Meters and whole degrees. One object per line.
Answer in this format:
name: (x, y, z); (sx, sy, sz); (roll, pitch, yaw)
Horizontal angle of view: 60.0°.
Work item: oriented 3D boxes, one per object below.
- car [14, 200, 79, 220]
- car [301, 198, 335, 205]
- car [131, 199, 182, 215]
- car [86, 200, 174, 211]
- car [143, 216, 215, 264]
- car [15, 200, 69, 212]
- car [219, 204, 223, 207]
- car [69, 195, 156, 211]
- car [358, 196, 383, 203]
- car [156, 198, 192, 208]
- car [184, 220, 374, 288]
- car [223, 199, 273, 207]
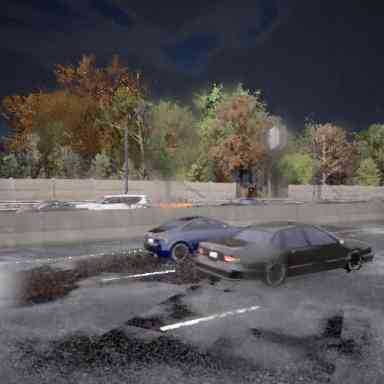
car: (-12.569, 1.478, 28.911); (5.008, 1.535, 1.882); (0, 0, -30)
car: (15.629, 1.495, 41.289); (4.902, 1.511, 2.128); (0, 0, -30)
car: (-3.574, 1.505, 34.151); (4.892, 1.490, 1.837); (0, 0, -31)
car: (-4.022, 1.491, 21.737); (4.902, 1.511, 2.128); (0, 0, -30)
car: (0.371, 1.563, 11.914); (4.181, 1.385, 1.994); (0, 0, -30)
car: (-10.916, 1.492, 25.823); (4.902, 1.511, 2.128); (0, 0, -30)
car: (5.811, 1.548, 39.616); (5.357, 1.411, 2.033); (0, 0, -29)
car: (-5.846, 1.221, 24.725); (5.566, 2.045, 2.150); (0, 0, -30)
car: (26.562, 1.364, 47.652); (4.553, 1.767, 2.097); (0, 0, -30)
car: (-2.212, 1.352, 30.893); (4.553, 1.767, 2.097); (0, 0, -30)
car: (2.671, 1.546, 9.204); (5.357, 1.411, 2.033); (0, 0, -30)
car: (6.436, 1.548, 35.935); (5.357, 1.411, 2.033); (0, 0, -30)
